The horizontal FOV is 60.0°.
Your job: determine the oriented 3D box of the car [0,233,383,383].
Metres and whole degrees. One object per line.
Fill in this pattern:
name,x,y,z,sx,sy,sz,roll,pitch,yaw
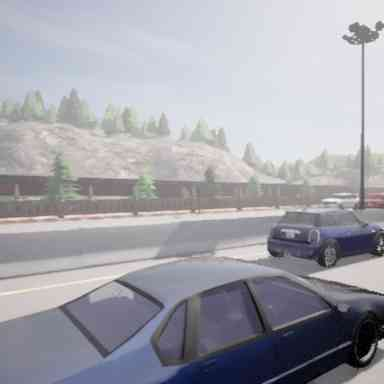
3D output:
car,0.373,1.548,4.013,5.357,1.411,2.033,0,0,-36

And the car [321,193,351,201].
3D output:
car,16.686,1.142,37.282,5.566,2.045,2.150,0,0,-34

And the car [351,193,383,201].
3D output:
car,19.680,1.139,35.086,5.566,2.045,2.150,0,0,-34

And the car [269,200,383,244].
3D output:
car,4.741,1.333,11.431,4.553,1.767,2.097,0,0,-36
